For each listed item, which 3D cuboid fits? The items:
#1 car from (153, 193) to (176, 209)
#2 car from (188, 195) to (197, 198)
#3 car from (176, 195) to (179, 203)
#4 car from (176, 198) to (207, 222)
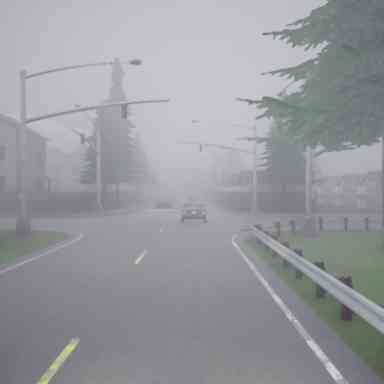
[{"bbox_3d":[-3.484,1.286,41.977,1.882,1.535,5.008,0,0,0],"label":"car"},{"bbox_3d":[0.156,1.309,64.477,1.895,1.301,4.718,0,0,0],"label":"car"},{"bbox_3d":[-3.415,1.092,57.371,2.097,1.767,4.553,0,0,1],"label":"car"},{"bbox_3d":[0.144,1.430,24.849,2.033,1.411,5.357,0,0,0],"label":"car"}]
